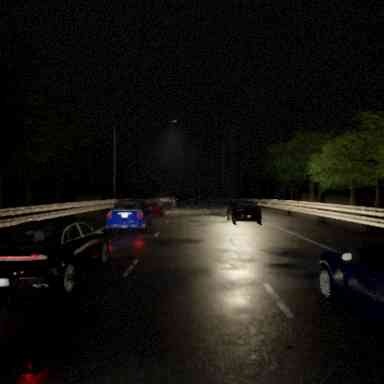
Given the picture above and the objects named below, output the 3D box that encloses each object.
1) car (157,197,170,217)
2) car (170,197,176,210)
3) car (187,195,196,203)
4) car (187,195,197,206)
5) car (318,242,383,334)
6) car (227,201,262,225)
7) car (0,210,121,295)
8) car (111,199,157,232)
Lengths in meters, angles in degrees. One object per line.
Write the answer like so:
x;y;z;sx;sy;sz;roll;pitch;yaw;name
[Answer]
-3.519;1.434;30.566;2.163;1.488;4.792;0;0;0;car
-3.525;1.514;41.540;2.128;1.511;4.902;0;-1;0;car
-0.051;1.777;81.952;2.150;2.045;5.566;0;-1;0;car
-0.037;1.801;60.692;1.812;1.442;4.674;0;-1;0;car
3.597;1.441;5.057;1.882;1.535;5.008;0;0;0;car
3.586;1.382;23.396;1.882;1.535;5.008;0;0;0;car
-3.505;1.433;8.523;2.128;1.511;4.902;0;0;0;car
-3.512;1.255;19.499;2.097;1.767;4.553;0;0;0;car
